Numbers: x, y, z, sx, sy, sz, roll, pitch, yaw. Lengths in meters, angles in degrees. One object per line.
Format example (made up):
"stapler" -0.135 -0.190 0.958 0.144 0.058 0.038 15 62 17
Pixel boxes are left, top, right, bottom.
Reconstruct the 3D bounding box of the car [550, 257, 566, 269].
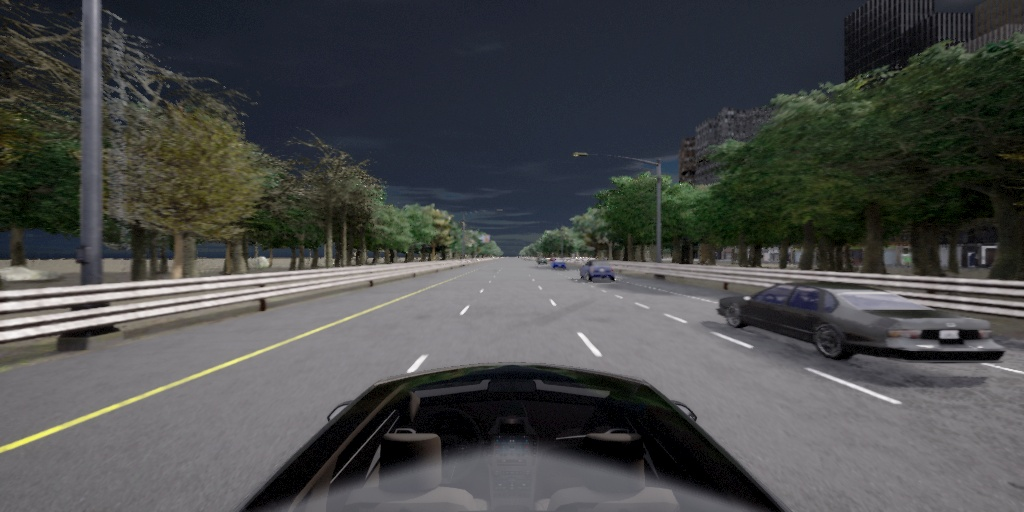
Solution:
"car" 7.079 1.243 55.232 1.882 1.535 5.008 0 0 0

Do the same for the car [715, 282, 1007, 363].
"car" 6.999 1.302 8.252 2.033 1.411 5.357 0 0 0

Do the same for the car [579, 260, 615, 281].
"car" 7.031 1.112 30.132 2.097 1.767 4.553 0 0 0
